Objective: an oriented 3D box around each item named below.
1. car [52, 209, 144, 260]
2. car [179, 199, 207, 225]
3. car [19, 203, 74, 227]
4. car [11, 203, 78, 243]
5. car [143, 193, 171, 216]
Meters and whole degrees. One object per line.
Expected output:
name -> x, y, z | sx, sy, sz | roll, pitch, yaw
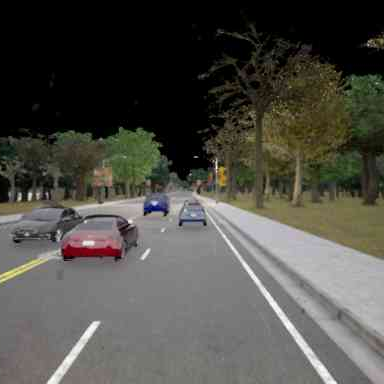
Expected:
car -> -3.168, 1.525, 12.189 | 1.994, 1.385, 4.181 | 0, 0, 0
car -> 0.045, 1.476, 23.089 | 2.033, 1.411, 5.357 | 0, 0, 0
car -> -9.904, 1.493, 23.037 | 1.994, 1.385, 4.181 | 0, 0, 0
car -> -6.628, 1.455, 15.763 | 1.837, 1.490, 4.892 | 0, 0, 0
car -> -3.249, 1.128, 31.337 | 2.150, 2.045, 5.566 | 0, 0, 0
